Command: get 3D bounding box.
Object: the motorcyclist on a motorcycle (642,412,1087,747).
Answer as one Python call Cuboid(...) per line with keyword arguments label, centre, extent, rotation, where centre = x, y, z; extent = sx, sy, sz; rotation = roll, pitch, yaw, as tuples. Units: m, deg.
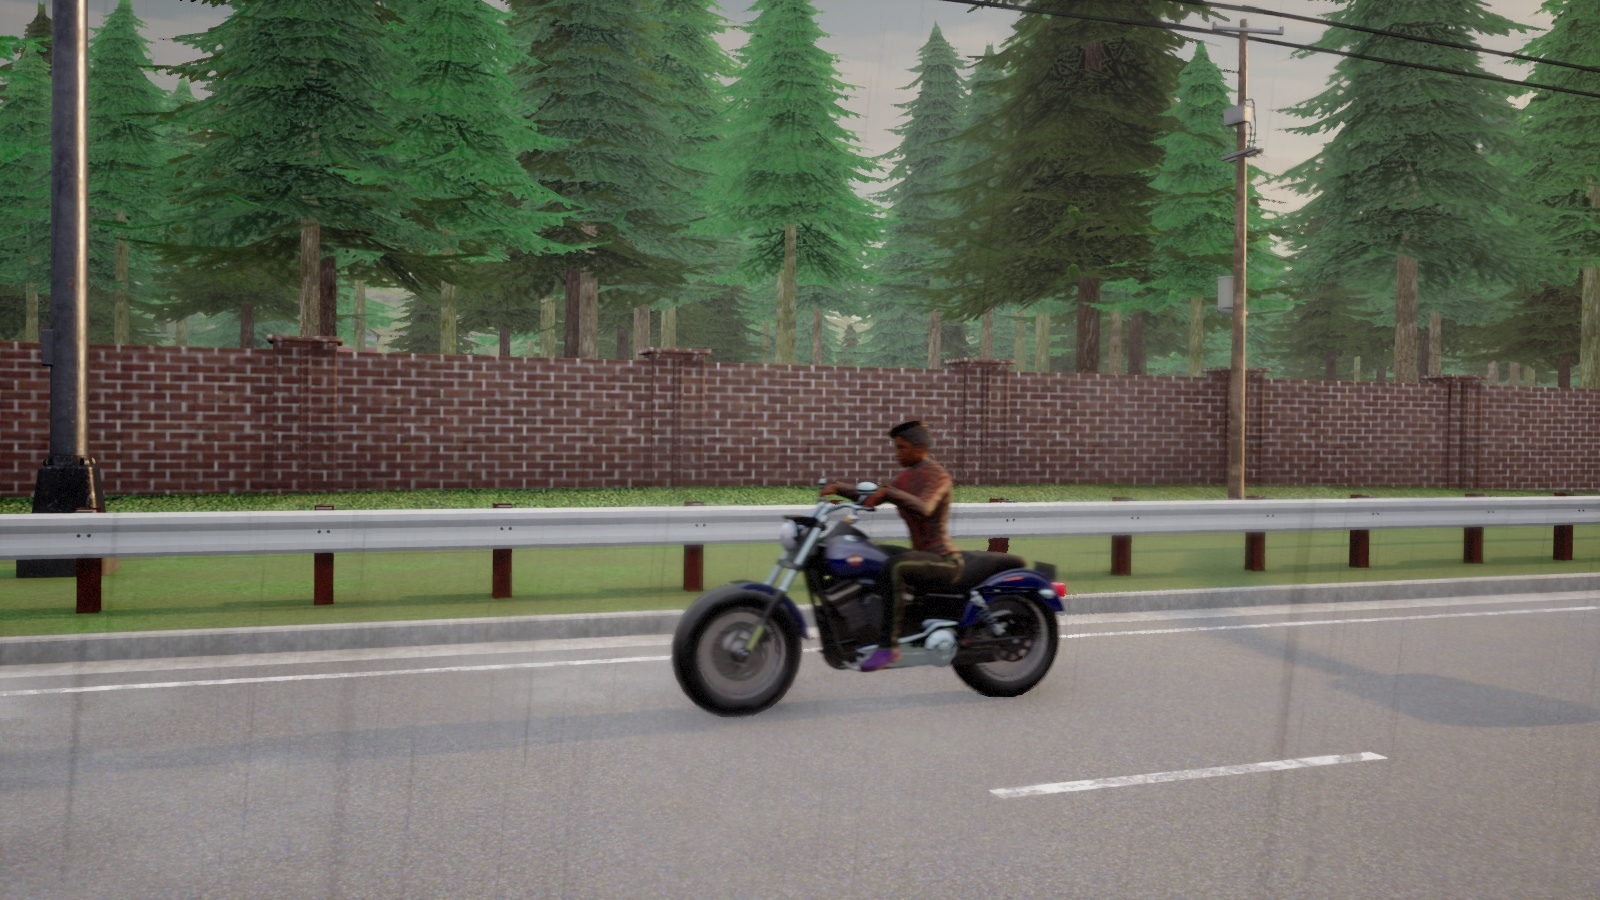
Cuboid(label="motorcyclist on a motorcycle", centre=(0.369, 0.630, 7.016), extent=(2.350, 1.649, 0.766), rotation=(-1, 1, -20))
